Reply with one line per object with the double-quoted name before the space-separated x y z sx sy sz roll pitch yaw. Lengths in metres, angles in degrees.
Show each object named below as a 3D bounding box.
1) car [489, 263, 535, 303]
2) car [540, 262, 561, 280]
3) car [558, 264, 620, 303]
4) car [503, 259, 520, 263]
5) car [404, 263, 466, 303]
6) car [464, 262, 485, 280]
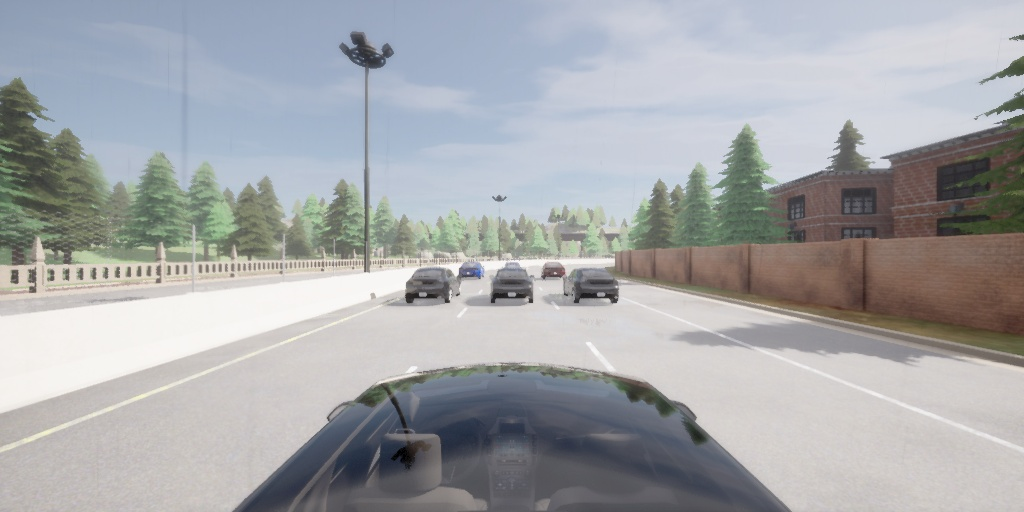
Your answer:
"car" 0.000 1.266 16.500 1.837 1.490 4.892 0 0 0
"car" 3.526 1.235 31.202 1.882 1.535 5.008 0 0 1
"car" 3.500 1.266 16.500 1.837 1.490 4.892 0 0 0
"car" 0.027 1.283 31.287 1.812 1.442 4.674 0 0 1
"car" -3.500 1.266 16.500 1.837 1.490 4.892 0 0 0
"car" -3.472 1.235 31.372 1.882 1.535 5.008 0 0 1
